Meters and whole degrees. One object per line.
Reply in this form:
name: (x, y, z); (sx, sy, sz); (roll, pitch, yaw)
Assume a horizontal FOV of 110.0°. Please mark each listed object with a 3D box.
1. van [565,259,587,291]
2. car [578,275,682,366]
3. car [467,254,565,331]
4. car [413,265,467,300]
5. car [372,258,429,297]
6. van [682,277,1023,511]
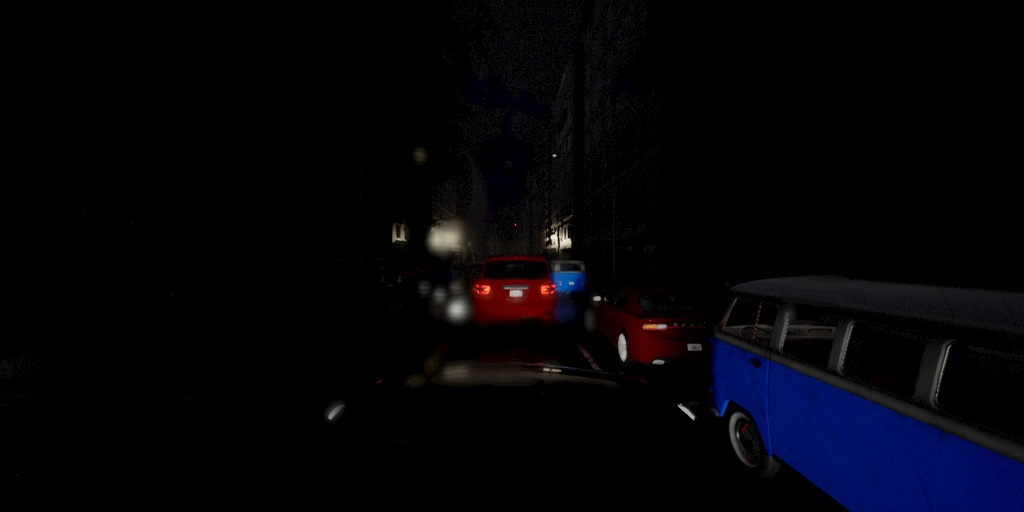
van: (2.876, 1.081, 19.161); (1.690, 1.789, 3.998); (0, 0, 0)
car: (2.863, 1.293, 7.840); (1.888, 1.381, 4.507); (0, 0, 0)
car: (0.111, 0.968, 11.061); (2.150, 2.045, 5.566); (0, 0, 0)
car: (-3.069, 1.289, 17.937); (2.033, 1.411, 5.357); (0, 0, 0)
car: (-5.649, 1.055, 19.131); (2.192, 1.841, 5.009); (0, 0, 0)
van: (2.856, 1.090, 2.179); (1.690, 1.789, 3.998); (0, 0, 0)
